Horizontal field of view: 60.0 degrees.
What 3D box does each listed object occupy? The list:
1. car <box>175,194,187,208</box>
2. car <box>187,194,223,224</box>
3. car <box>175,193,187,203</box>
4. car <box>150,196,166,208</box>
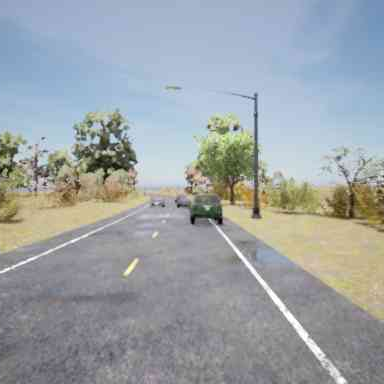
[{"bbox_3d":[-1.056,1.390,45.681,1.994,1.385,4.181,0,0,-3],"label":"car"},{"bbox_3d":[0.934,1.137,23.922,2.150,2.045,5.566,0,0,-1],"label":"car"},{"bbox_3d":[-2.056,1.105,62.099,2.097,1.767,4.553,0,0,-4],"label":"car"},{"bbox_3d":[-4.674,1.326,45.816,2.128,1.511,4.902,0,0,-2],"label":"car"}]
